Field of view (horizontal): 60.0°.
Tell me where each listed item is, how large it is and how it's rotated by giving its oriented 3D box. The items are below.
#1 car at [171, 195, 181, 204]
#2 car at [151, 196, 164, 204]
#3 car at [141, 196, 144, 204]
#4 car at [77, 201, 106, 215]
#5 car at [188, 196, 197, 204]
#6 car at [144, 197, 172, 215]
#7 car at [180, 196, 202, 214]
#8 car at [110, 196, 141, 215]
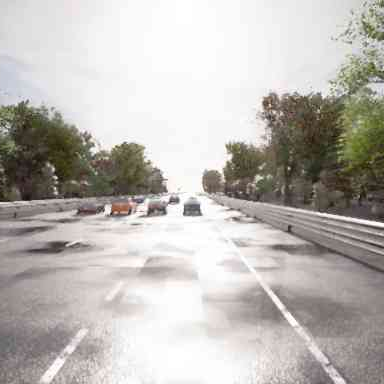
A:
[{"bbox_3d":[-3.400,1.385,66.856,2.097,1.767,4.553,0,0,1],"label":"car"},{"bbox_3d":[-6.902,1.596,66.745,1.994,1.385,4.181,0,0,1],"label":"car"},{"bbox_3d":[-10.405,1.523,66.347,2.128,1.511,4.902,0,0,1],"label":"car"},{"bbox_3d":[-10.484,1.578,34.859,1.994,1.385,4.181,0,0,1],"label":"car"},{"bbox_3d":[0.098,1.535,66.811,1.837,1.490,4.892,0,-1,1],"label":"car"},{"bbox_3d":[-3.483,1.521,34.601,1.837,1.490,4.892,0,1,1],"label":"car"},{"bbox_3d":[0.025,1.492,35.424,1.882,1.535,5.008,0,0,1],"label":"car"},{"bbox_3d":[-6.984,1.365,34.646,2.097,1.767,4.553,0,0,0],"label":"car"}]
